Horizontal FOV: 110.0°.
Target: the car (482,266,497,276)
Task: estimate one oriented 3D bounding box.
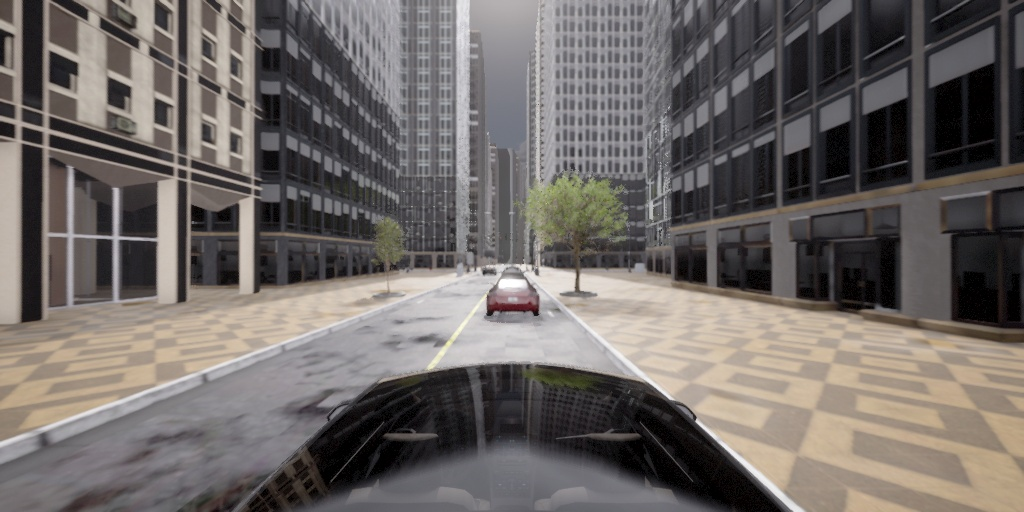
[{"bbox_3d":[-3.031,2.002,48.582,1.895,1.301,4.718,0,-1,1],"label":"car"}]

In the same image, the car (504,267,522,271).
[{"bbox_3d":[0.051,1.630,29.160,1.837,1.490,4.892,0,0,1],"label":"car"}]

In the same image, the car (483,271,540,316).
[{"bbox_3d":[0.051,1.484,14.376,1.994,1.385,4.181,0,-1,1],"label":"car"}]
